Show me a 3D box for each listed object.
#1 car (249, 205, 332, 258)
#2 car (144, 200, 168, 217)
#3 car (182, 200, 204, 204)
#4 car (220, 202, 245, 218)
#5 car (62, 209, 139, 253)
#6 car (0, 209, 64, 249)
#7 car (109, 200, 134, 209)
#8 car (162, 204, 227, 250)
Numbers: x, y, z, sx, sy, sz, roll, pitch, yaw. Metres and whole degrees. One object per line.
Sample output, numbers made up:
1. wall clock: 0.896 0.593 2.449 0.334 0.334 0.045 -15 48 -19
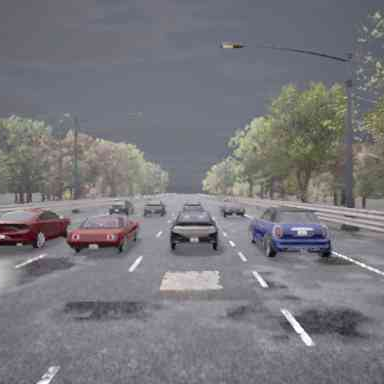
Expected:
1. car: 3.594 1.350 12.960 2.097 1.767 4.553 0 0 0
2. car: -3.414 1.487 31.636 2.128 1.511 4.902 0 0 0
3. car: 0.085 1.487 31.670 2.128 1.511 4.902 0 0 0
4. car: 3.586 1.597 30.389 1.895 1.301 4.718 0 0 0
5. car: -3.406 1.598 13.752 1.895 1.301 4.718 0 0 0
6. car: -6.906 1.474 14.569 1.882 1.535 5.008 0 0 0
7. car: -6.915 1.520 32.826 1.812 1.442 4.674 0 0 0
8. car: 0.088 1.489 14.279 2.128 1.511 4.902 0 0 0
